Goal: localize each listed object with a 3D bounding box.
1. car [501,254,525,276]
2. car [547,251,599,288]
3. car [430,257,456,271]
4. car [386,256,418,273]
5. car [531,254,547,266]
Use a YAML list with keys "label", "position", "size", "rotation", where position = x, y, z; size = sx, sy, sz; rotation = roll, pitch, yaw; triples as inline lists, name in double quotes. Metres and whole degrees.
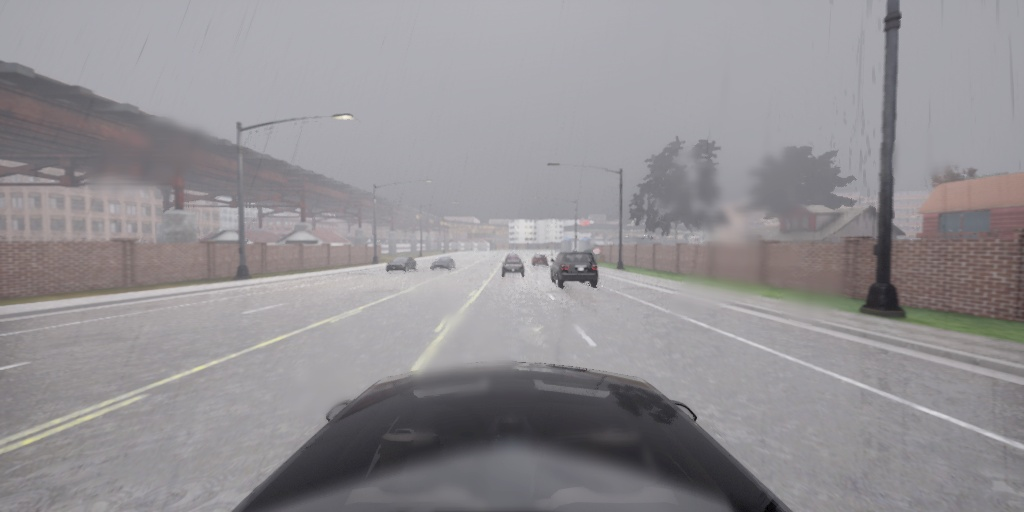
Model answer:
- label: "car"
  position: [0.089, 0.861, 30.592]
  size: [2.128, 1.511, 4.902]
  rotation: [0, 1, 0]
- label: "car"
  position: [3.592, 0.733, 21.350]
  size: [2.150, 2.045, 5.566]
  rotation: [0, 1, 0]
- label: "car"
  position: [-7.083, 0.770, 37.524]
  size: [2.033, 1.411, 5.357]
  rotation: [0, 1, 0]
- label: "car"
  position: [-10.581, 0.765, 34.662]
  size: [1.882, 1.535, 5.008]
  rotation: [0, 1, 0]
- label: "car"
  position: [3.582, 0.440, 47.056]
  size: [1.882, 1.535, 5.008]
  rotation: [0, 2, 0]
